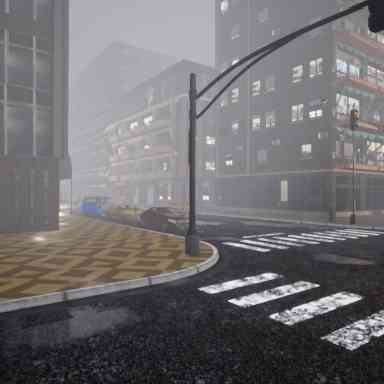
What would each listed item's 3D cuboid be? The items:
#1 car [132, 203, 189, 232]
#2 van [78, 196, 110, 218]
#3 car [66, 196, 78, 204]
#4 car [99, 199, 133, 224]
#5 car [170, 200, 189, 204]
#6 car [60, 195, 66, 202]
[{"bbox_3d":[-1.659,1.526,19.846,1.802,1.307,4.206,0,0,-36],"label":"car"},{"bbox_3d":[-8.262,1.266,29.049,1.690,1.788,3.998,0,0,-36],"label":"van"},{"bbox_3d":[-21.368,1.448,61.681,1.752,1.417,4.829,0,0,-36],"label":"car"},{"bbox_3d":[-4.861,1.459,24.309,1.752,1.417,4.829,0,0,-36],"label":"car"},{"bbox_3d":[-1.554,1.488,34.073,1.752,1.417,4.829,0,0,-36],"label":"car"},{"bbox_3d":[-27.873,1.361,70.745,1.967,1.590,4.097,0,0,-36],"label":"car"}]
